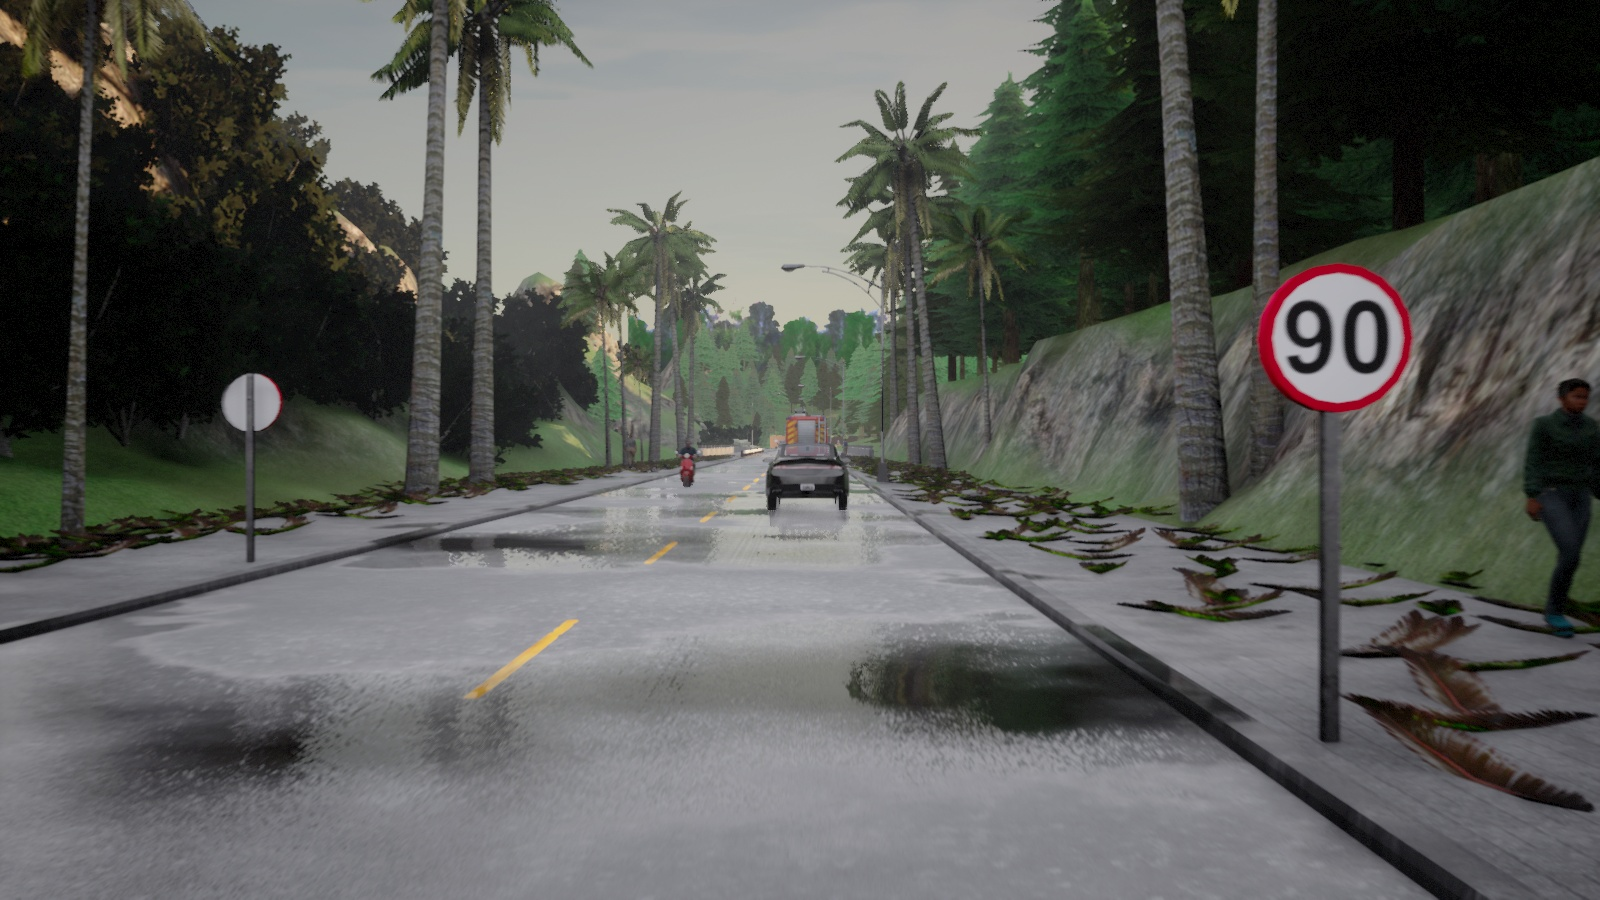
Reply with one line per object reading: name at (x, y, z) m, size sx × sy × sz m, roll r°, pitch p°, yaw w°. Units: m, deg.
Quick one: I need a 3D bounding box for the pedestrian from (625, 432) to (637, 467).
pedestrian at (-8.857, -0.015, 65.866) m, size 0.540 × 1.848 × 0.694 m, roll 0°, pitch 0°, yaw 1°

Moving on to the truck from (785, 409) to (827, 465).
truck at (0.457, -0.928, 90.612) m, size 2.891 × 3.827 × 8.468 m, roll 0°, pitch 0°, yaw 0°

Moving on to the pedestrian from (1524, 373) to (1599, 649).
pedestrian at (5.367, 0.407, 8.697) m, size 0.353 × 1.847 × 0.614 m, roll 0°, pitch 0°, yaw 0°

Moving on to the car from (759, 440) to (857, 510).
car at (0.178, 0.535, 29.768) m, size 2.128 × 1.511 × 4.902 m, roll 0°, pitch 0°, yaw 0°

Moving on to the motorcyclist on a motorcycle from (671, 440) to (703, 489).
motorcyclist on a motorcycle at (-3.757, 0.461, 41.838) m, size 0.866 × 1.590 × 1.817 m, roll 0°, pitch 0°, yaw 0°
